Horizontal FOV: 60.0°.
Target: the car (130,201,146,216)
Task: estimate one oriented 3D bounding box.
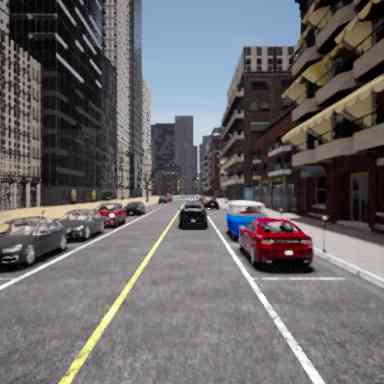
[{"bbox_3d":[-5.728,1.607,33.521,1.947,1.339,4.313,0,0,0],"label":"car"}]

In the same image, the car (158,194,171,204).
[{"bbox_3d":[-5.765,1.668,66.659,1.947,1.339,4.313,0,0,0],"label":"car"}]

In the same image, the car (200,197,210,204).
[{"bbox_3d":[2.615,1.641,66.668,1.887,1.381,4.507,0,0,0],"label":"car"}]

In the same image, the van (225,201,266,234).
[{"bbox_3d":[2.671,1.356,16.961,1.690,1.788,3.998,0,0,0],"label":"van"}]

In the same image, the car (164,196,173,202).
[{"bbox_3d":[-5.784,1.706,83.227,1.947,1.339,4.313,0,0,0],"label":"car"}]

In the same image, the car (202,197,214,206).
[{"bbox_3d":[2.627,1.599,55.792,1.752,1.417,4.829,0,0,0],"label":"car"}]

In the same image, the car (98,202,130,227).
[{"bbox_3d":[-5.716,1.468,22.476,1.967,1.590,4.097,0,0,0],"label":"car"}]

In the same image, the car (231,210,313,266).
[{"bbox_3d":[2.678,1.554,11.438,1.887,1.381,4.507,0,0,0],"label":"car"}]

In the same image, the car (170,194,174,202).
[{"bbox_3d":[-5.779,1.442,77.705,2.192,1.841,5.009,0,0,0],"label":"car"}]

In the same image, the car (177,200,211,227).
[{"bbox_3d":[0.078,1.529,22.906,1.837,1.490,4.892,0,0,0],"label":"car"}]

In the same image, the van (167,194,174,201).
[{"bbox_3d":[-5.791,1.495,88.751,1.690,1.788,3.998,0,0,0],"label":"van"}]

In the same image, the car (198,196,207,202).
[{"bbox_3d":[2.596,1.679,83.236,1.887,1.381,4.507,0,0,0],"label":"car"}]

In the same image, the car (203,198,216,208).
[{"bbox_3d":[2.634,1.588,50.268,1.752,1.417,4.829,0,0,0],"label":"car"}]

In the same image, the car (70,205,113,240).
[{"bbox_3d":[-5.709,1.572,16.953,2.008,1.369,4.403,0,0,0],"label":"car"}]

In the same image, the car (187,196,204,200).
[{"bbox_3d":[0.056,1.542,42.722,2.128,1.511,4.902,0,0,0],"label":"car"}]

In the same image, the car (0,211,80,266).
[{"bbox_3d":[-5.703,1.566,11.429,2.008,1.369,4.403,0,0,0],"label":"car"}]

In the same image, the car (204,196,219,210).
[{"bbox_3d":[2.641,1.618,44.576,1.947,1.339,4.313,0,0,0],"label":"car"}]
